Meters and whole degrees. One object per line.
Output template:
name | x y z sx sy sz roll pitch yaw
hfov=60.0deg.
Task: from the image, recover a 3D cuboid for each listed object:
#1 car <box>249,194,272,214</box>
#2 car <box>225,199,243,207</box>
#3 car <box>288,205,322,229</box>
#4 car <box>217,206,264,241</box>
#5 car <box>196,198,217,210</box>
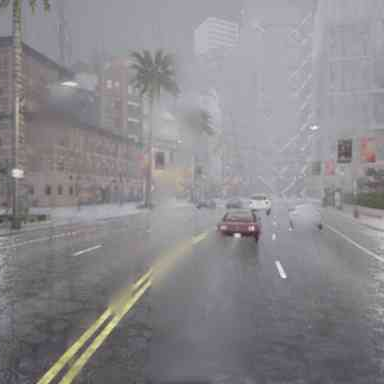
car | 7.453 1.267 36.390 2.150 2.045 5.566 0 0 14
car | 5.644 1.583 43.859 2.033 1.411 5.357 0 0 15
car | 7.393 1.570 21.963 1.812 1.442 4.674 0 0 14
car | 2.504 1.616 16.786 1.895 1.301 4.718 0 0 13
car | 2.018 1.562 43.852 2.033 1.411 5.357 0 0 15
